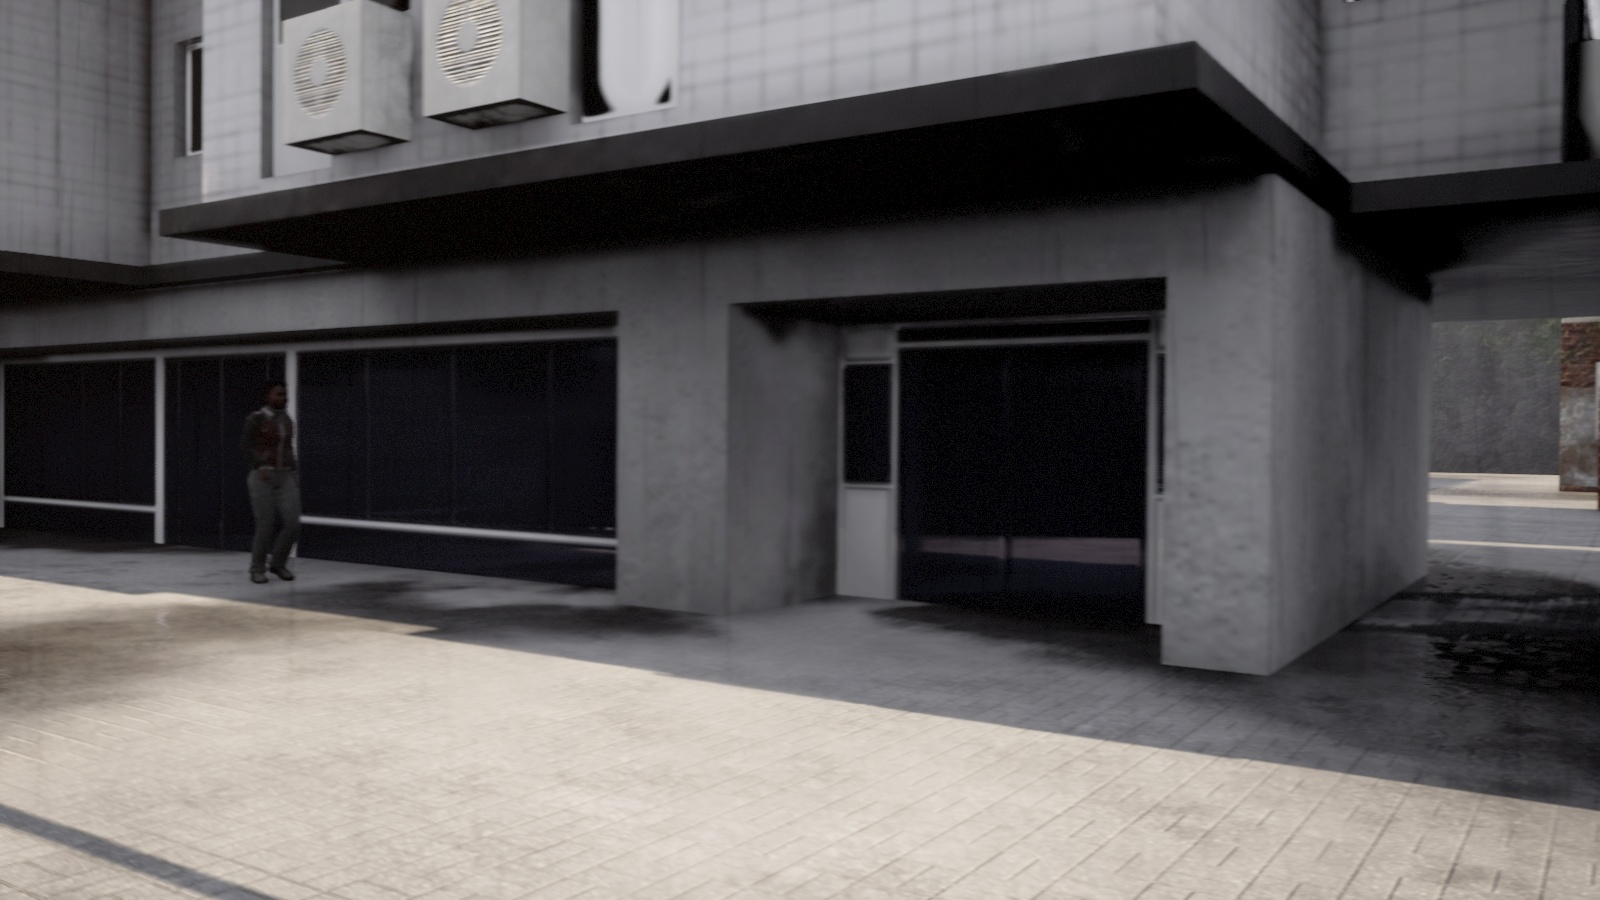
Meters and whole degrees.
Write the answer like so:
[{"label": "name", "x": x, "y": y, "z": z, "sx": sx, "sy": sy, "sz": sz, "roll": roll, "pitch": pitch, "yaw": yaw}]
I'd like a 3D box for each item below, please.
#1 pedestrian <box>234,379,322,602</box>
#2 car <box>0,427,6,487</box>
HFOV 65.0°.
[{"label": "pedestrian", "x": -4.663, "y": 0.346, "z": 11.218, "sx": 0.666, "sy": 1.930, "sz": 0.402, "roll": 0, "pitch": 1, "yaw": 33}, {"label": "car", "x": -26.889, "y": 0.246, "z": 38.456, "sx": 1.905, "sy": 1.878, "sz": 3.866, "roll": 0, "pitch": 1, "yaw": 34}]
